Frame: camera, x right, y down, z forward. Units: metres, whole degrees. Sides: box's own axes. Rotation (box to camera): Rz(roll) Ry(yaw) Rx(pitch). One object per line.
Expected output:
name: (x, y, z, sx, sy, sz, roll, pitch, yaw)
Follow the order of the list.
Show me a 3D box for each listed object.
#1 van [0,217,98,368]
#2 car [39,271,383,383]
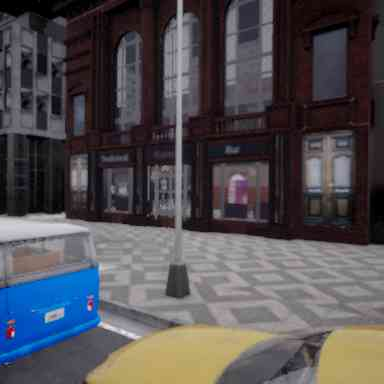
van: (-3.238, 1.305, 5.271, 3.998, 1.788, 1.690, 0, 0, 36)
car: (1.210, 1.525, 2.097, 4.829, 1.417, 1.752, 0, 0, 36)
